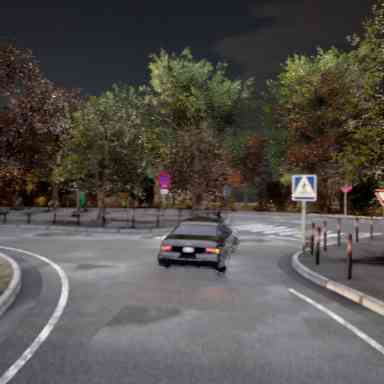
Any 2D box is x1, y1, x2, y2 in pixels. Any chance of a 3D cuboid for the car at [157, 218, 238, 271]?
[{"bbox_3d":[0.395,1.559,10.997,2.033,1.411,5.357,1,0,11],"label":"car"}]
